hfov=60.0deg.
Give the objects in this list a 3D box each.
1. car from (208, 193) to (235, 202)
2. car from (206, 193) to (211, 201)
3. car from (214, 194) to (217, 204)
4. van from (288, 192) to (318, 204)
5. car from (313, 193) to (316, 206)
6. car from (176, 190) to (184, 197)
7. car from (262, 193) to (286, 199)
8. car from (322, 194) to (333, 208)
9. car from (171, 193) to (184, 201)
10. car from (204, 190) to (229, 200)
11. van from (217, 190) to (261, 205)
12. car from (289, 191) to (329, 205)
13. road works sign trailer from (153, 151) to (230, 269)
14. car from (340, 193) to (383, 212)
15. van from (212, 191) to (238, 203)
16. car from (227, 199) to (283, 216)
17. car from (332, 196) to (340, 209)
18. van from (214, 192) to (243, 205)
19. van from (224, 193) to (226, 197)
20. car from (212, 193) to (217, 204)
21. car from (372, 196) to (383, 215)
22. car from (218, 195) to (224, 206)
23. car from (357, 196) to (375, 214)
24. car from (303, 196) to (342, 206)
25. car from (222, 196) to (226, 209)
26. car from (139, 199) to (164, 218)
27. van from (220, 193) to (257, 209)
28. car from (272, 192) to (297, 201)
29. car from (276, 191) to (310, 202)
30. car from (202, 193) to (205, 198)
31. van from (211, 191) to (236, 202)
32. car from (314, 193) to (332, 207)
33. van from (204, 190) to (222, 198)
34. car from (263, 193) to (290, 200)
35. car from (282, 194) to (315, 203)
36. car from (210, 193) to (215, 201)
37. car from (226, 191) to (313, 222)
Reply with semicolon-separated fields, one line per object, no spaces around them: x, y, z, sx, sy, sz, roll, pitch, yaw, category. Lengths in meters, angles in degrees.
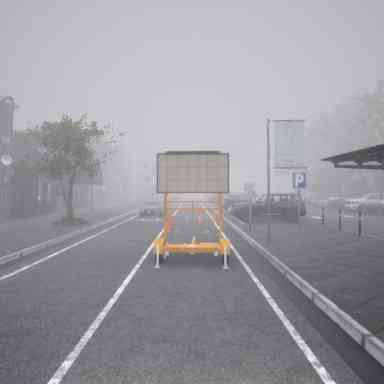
5.611;1.055;64.155;4.892;1.521;2.231;0;1;0;car
5.609;0.911;55.742;5.566;2.045;2.435;0;1;0;car
5.693;1.312;44.526;4.792;1.488;2.163;0;0;0;car
18.832;0.930;56.339;4.442;1.987;1.878;0;1;0;van
18.712;1.308;45.231;4.792;1.488;2.163;0;1;0;car
-3.343;0.439;91.324;2.097;1.767;4.553;0;1;0;car
18.675;0.906;75.770;4.892;1.521;2.231;0;1;0;car
18.750;1.317;39.682;5.008;1.535;2.097;0;0;0;car
-3.321;1.036;70.246;2.033;1.411;5.357;0;1;0;car
5.562;0.658;75.364;5.566;2.045;2.435;0;1;0;car
5.561;1.095;38.920;4.442;1.987;1.878;0;0;0;van
18.750;0.940;53.562;5.566;2.045;2.435;0;1;0;car
0.036;0.441;11.128;2.380;3.560;2.880;0;0;2;road works sign trailer
18.740;1.096;34.128;5.566;2.045;2.435;0;0;0;car
5.747;0.900;58.546;4.442;1.987;1.878;0;1;0;van
5.700;1.404;30.508;4.674;1.452;2.002;0;0;0;car
18.756;1.334;36.904;4.892;1.521;2.231;0;0;0;car
5.760;0.972;52.942;4.442;1.987;1.878;0;1;0;van
5.807;1.124;33.310;4.442;1.987;1.878;0;0;0;van
5.654;1.297;47.334;4.674;1.452;2.002;0;1;0;car
18.787;1.375;28.578;5.008;1.535;2.097;0;0;0;car
5.679;1.336;36.114;5.008;1.535;2.097;0;0;0;car
18.780;1.361;31.354;5.008;1.535;2.097;0;0;0;car
18.764;1.281;48.014;4.792;1.488;2.163;0;1;0;car
5.519;1.375;27.704;5.366;1.575;1.946;0;0;0;car
-3.378;1.387;28.737;1.837;1.490;4.892;0;0;0;car
5.787;1.076;41.722;4.442;1.987;1.878;0;0;0;van
18.720;0.887;67.442;4.553;1.767;2.185;0;1;0;car
18.731;0.833;61.889;5.566;2.045;2.435;0;1;0;car
5.568;0.694;72.561;5.566;2.045;2.435;0;1;0;car
5.740;0.864;61.349;4.442;1.987;1.878;0;1;0;van
18.933;1.295;42.459;5.366;1.575;1.946;0;0;0;car
5.447;0.539;86.576;4.442;1.987;1.878;0;1;0;van
18.490;0.938;72.993;5.366;1.575;1.946;0;1;0;car
18.895;1.117;59.116;5.366;1.575;1.946;0;1;0;car
5.657;1.229;50.137;4.892;1.521;2.231;0;1;0;car
5.682;1.141;24.900;5.566;2.045;2.435;0;0;0;car
